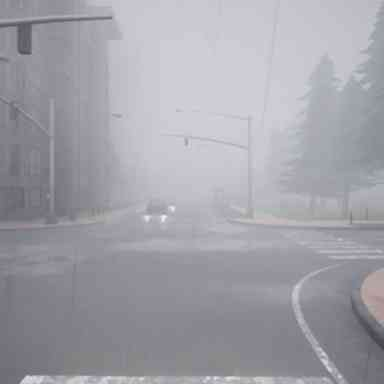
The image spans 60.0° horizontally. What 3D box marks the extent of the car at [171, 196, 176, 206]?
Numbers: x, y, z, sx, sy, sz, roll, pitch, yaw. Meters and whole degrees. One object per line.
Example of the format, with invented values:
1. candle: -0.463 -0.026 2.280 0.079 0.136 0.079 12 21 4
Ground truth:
1. car: -3.508 1.412 52.956 2.128 1.511 4.902 0 0 0

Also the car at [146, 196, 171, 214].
1. car: -3.555 1.425 34.516 1.882 1.535 5.008 0 0 0
